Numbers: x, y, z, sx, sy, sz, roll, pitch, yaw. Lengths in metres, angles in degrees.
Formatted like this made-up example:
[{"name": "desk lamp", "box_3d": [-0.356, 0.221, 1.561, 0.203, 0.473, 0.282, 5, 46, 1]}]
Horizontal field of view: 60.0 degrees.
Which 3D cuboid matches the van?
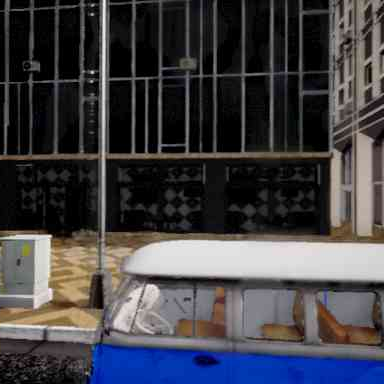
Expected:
[{"name": "van", "box_3d": [1.068, 1.372, 2.993, 3.998, 1.788, 1.690, 0, 0, 6]}]
